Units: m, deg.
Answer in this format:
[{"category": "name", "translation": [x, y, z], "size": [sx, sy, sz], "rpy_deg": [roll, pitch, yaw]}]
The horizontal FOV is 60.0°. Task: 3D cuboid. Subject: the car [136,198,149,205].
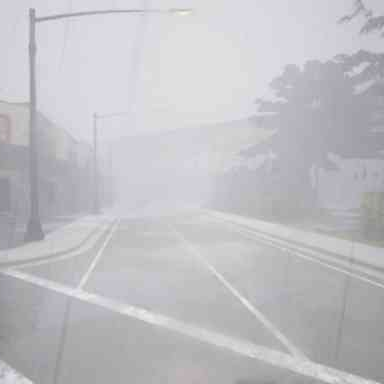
[{"category": "car", "translation": [-9.224, 1.692, 62.600], "size": [1.895, 1.301, 4.718], "rpy_deg": [-1, 0, -1]}]
